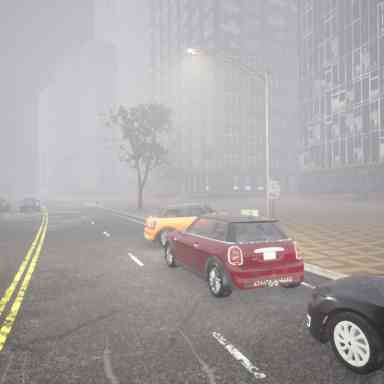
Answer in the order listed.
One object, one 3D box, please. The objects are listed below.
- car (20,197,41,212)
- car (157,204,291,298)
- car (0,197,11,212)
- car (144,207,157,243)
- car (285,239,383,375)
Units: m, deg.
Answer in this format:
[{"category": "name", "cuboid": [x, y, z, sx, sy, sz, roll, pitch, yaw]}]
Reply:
[{"category": "car", "cuboid": [-19.109, 1.392, 39.331, 2.097, 1.767, 4.553, 0, 0, -24]}, {"category": "car", "cuboid": [0.812, 1.355, 8.925, 2.097, 1.767, 4.553, 0, 0, -23]}, {"category": "car", "cuboid": [-22.069, 1.389, 37.989, 2.097, 1.767, 4.553, 0, 0, -24]}, {"category": "car", "cuboid": [0.228, 1.277, 14.623, 4.553, 1.767, 2.097, -3, 1, -18]}, {"category": "car", "cuboid": [3.584, 1.505, 3.473, 1.837, 1.490, 4.892, 0, 0, -36]}]
